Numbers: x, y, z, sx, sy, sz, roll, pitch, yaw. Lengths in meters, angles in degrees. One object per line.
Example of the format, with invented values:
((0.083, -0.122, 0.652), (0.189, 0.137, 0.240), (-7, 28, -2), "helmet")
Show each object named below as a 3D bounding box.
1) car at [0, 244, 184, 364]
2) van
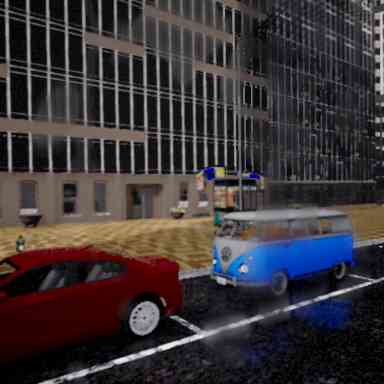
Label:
((-2.250, 1.546, 4.969), (4.507, 1.381, 1.887), (0, -1, -35), "car")
((2.328, 1.346, 8.237), (3.998, 1.788, 1.690), (0, -1, -35), "van")
